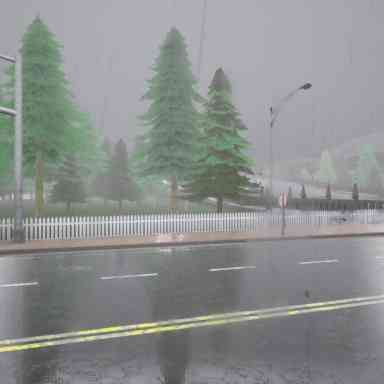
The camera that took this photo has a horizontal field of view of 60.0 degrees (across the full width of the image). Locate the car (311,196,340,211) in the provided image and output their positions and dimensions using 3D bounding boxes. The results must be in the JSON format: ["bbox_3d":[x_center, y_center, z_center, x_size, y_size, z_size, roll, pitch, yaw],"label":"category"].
[{"bbox_3d":[17.271,1.306,40.786,2.097,1.767,4.553,0,1,-19],"label":"car"}]

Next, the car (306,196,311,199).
[{"bbox_3d":[18.153,1.307,48.866,1.895,1.301,4.718,0,3,-19],"label":"car"}]

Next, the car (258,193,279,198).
[{"bbox_3d":[12.621,0.822,54.153,2.033,1.411,5.357,0,4,-19],"label":"car"}]

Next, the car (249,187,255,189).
[{"bbox_3d":[12.951,-0.408,64.080,2.150,2.045,5.566,0,6,-19],"label":"car"}]
